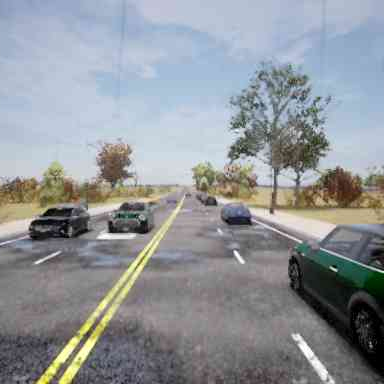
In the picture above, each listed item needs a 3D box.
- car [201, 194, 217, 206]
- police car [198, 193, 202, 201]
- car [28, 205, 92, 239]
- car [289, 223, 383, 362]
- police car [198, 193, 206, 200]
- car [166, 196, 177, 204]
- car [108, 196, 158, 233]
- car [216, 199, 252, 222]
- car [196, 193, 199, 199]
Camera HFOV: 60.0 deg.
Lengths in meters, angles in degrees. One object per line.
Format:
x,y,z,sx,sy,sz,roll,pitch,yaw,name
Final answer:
2.951,1.369,53.075,1.882,1.535,5.008,0,0,-1,car
2.818,1.366,64.086,2.038,1.542,4.974,0,0,-1,police car
-6.638,1.477,17.215,1.837,1.490,4.892,0,0,0,car
3.342,1.342,6.053,2.097,1.767,4.553,0,0,0,car
2.483,1.215,86.208,1.930,1.638,5.238,0,0,-1,police car
-3.668,1.418,61.106,2.033,1.411,5.357,0,0,0,car
-3.396,1.320,19.316,2.097,1.767,4.553,0,0,0,car
3.275,1.502,25.464,2.033,1.411,5.357,0,0,0,car
2.661,1.330,75.125,2.163,1.488,4.792,0,0,-1,car
